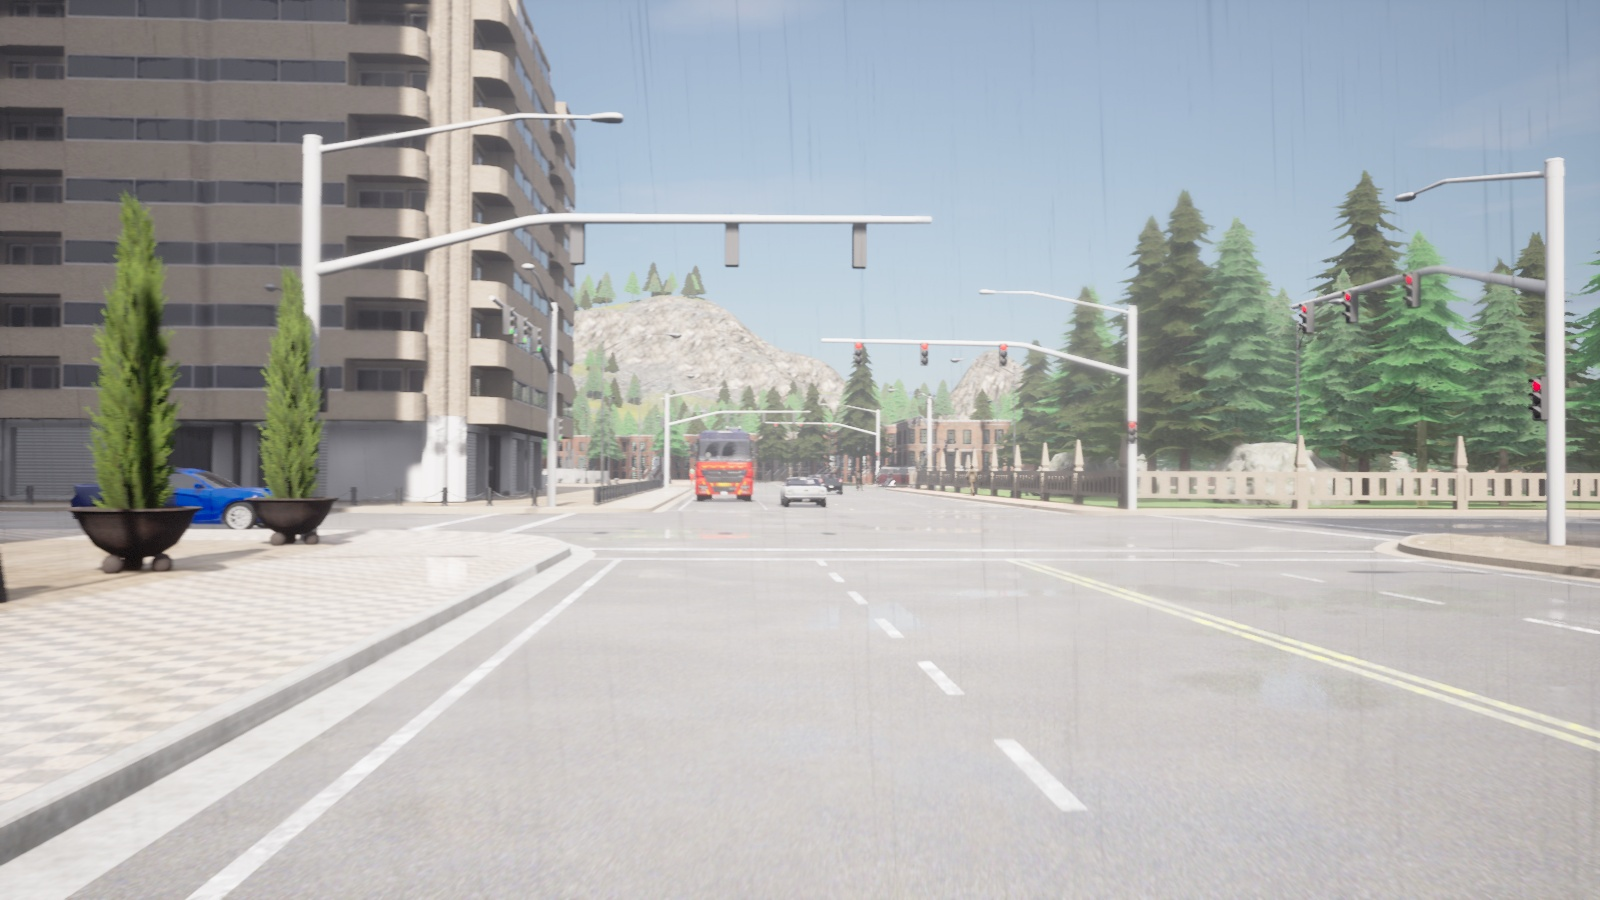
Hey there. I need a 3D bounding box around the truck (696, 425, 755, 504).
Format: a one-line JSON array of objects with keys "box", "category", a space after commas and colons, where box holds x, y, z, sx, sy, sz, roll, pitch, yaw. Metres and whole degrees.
[{"box": [-3.868, 0.761, 65.504, 2.891, 3.827, 8.468, 0, -1, -3], "category": "truck"}]

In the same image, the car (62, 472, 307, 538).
[{"box": [-14.864, 1.300, 30.545, 5.008, 1.535, 1.882, 0, -1, -3], "category": "car"}]

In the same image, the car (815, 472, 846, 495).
[{"box": [2.033, 2.247, 85.036, 1.845, 1.501, 3.633, 0, -1, -3], "category": "car"}]

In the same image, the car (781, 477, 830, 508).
[{"box": [0.196, 1.849, 55.751, 1.895, 1.301, 4.718, 0, -1, -3], "category": "car"}]

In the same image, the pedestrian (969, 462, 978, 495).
[{"box": [10.124, 1.667, 73.269, 0.396, 1.930, 0.692, 0, -1, -5], "category": "pedestrian"}]
